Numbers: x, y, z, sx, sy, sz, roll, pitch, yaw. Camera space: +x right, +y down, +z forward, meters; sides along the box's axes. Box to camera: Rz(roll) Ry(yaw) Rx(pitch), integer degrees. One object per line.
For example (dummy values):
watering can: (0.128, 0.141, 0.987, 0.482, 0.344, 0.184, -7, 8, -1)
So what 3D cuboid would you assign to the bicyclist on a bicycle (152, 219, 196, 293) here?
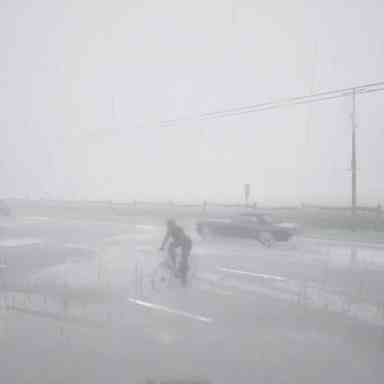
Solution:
bicyclist on a bicycle: (-0.380, 1.454, 7.820, 0.582, 1.620, 1.656, 0, 1, 35)

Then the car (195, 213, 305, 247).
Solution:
car: (2.474, 1.601, 15.092, 4.718, 1.301, 1.895, 0, 0, 36)

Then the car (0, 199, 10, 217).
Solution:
car: (-18.392, 1.351, 29.954, 4.553, 1.767, 2.097, 0, 0, 36)
